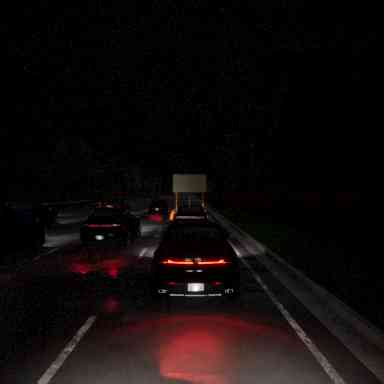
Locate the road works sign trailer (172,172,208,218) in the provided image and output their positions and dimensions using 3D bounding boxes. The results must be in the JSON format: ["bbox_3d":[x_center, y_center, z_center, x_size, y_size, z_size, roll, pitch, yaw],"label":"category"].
[{"bbox_3d":[-0.167,0.464,22.800,2.380,3.560,2.880,0,0,-3],"label":"road works sign trailer"}]

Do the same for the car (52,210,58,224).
[{"bbox_3d":[-10.544,1.477,21.899,1.882,1.535,5.008,0,0,0],"label":"car"}]

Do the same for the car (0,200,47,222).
[{"bbox_3d":[-14.090,1.478,27.675,1.882,1.535,5.008,0,0,0],"label":"car"}]

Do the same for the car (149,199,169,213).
[{"bbox_3d":[-3.664,1.505,36.926,1.837,1.490,4.892,0,0,0],"label":"car"}]

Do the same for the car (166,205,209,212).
[{"bbox_3d":[-0.045,1.488,18.930,2.128,1.511,4.902,0,0,1],"label":"car"}]

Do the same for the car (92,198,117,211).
[{"bbox_3d":[-10.695,1.502,40.889,1.837,1.490,4.892,0,-1,0],"label":"car"}]

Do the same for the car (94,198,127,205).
[{"bbox_3d":[-7.114,1.351,30.606,2.097,1.767,4.553,0,0,0],"label":"car"}]

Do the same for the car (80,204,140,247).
[{"bbox_3d":[-3.490,1.490,14.912,2.128,1.511,4.902,0,0,0],"label":"car"}]

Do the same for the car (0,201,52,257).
[{"bbox_3d":[-6.965,1.353,11.552,2.097,1.767,4.553,0,0,0],"label":"car"}]

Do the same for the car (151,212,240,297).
[{"bbox_3d":[0.055,1.505,8.544,1.837,1.490,4.892,0,0,0],"label":"car"}]
